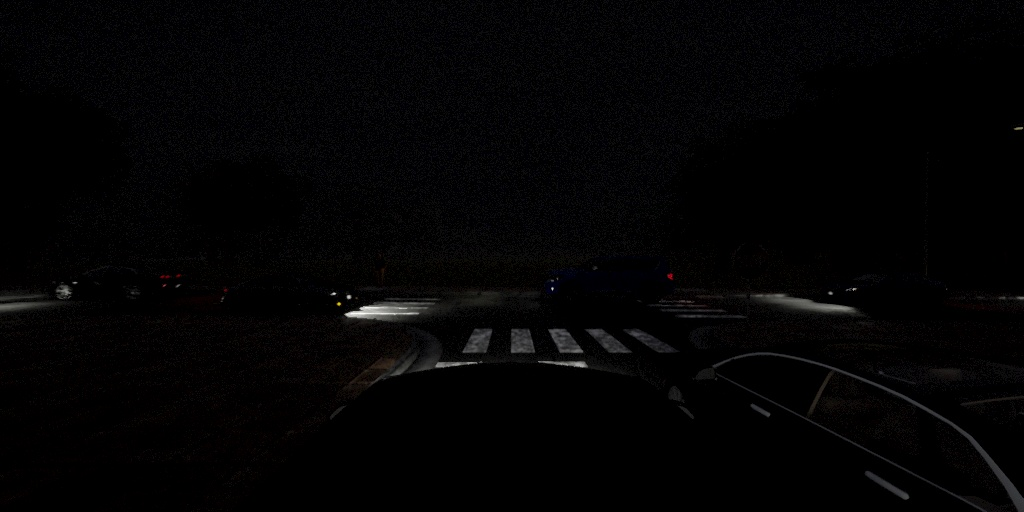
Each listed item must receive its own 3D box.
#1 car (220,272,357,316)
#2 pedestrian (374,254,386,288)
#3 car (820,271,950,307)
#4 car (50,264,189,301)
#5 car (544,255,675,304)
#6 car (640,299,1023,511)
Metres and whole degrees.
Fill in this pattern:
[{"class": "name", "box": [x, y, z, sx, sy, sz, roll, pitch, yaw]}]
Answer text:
[{"class": "car", "box": [-7.887, 1.296, 12.918, 4.181, 1.385, 1.994, 0, 1, -1]}, {"class": "pedestrian", "box": [-6.912, 0.746, 18.774, 0.375, 1.860, 0.375, 0, 1, 0]}, {"class": "car", "box": [16.477, 1.401, 15.926, 4.674, 1.442, 1.812, 1, 1, 0]}, {"class": "car", "box": [-17.276, 1.116, 15.906, 4.902, 1.511, 2.128, 0, 1, -1]}, {"class": "car", "box": [4.231, 0.978, 15.909, 5.566, 2.045, 2.150, 1, 1, 0]}, {"class": "car", "box": [2.635, 1.300, 2.612, 2.007, 1.370, 4.403, 0, 0, 0]}]
